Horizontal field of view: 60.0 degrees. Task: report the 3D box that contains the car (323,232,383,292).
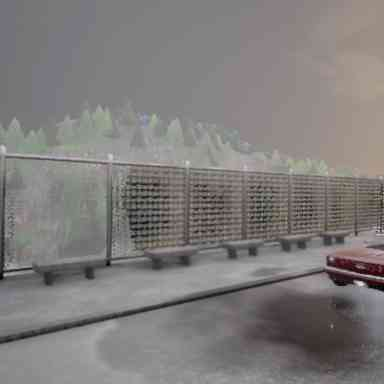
[{"bbox_3d":[5.453,1.708,8.513,4.718,1.301,1.895,1,0,-36],"label":"car"}]
